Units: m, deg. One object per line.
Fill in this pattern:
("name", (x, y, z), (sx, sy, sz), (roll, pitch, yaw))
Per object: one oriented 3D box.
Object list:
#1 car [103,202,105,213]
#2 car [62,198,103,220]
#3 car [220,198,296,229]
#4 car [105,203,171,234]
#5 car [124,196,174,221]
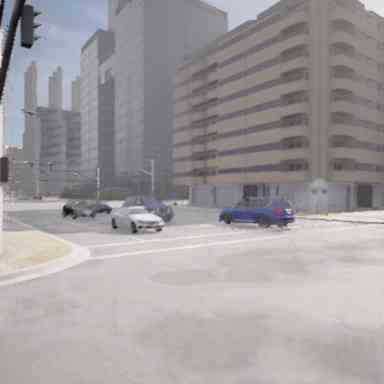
("car", (-10.258, 1.647, 35.634), (2.033, 1.411, 5.357), (0, 0, -36))
("car", (-10.001, 1.581, 29.334), (2.128, 1.511, 4.902), (0, 0, -36))
("car", (4.353, 1.433, 22.740), (2.150, 2.045, 5.566), (0, -2, -39))
("car", (-3.455, 1.611, 20.373), (1.812, 1.442, 4.674), (0, 0, -35))
("car", (-3.643, 1.317, 26.559), (2.150, 2.045, 5.566), (0, 0, -36))
